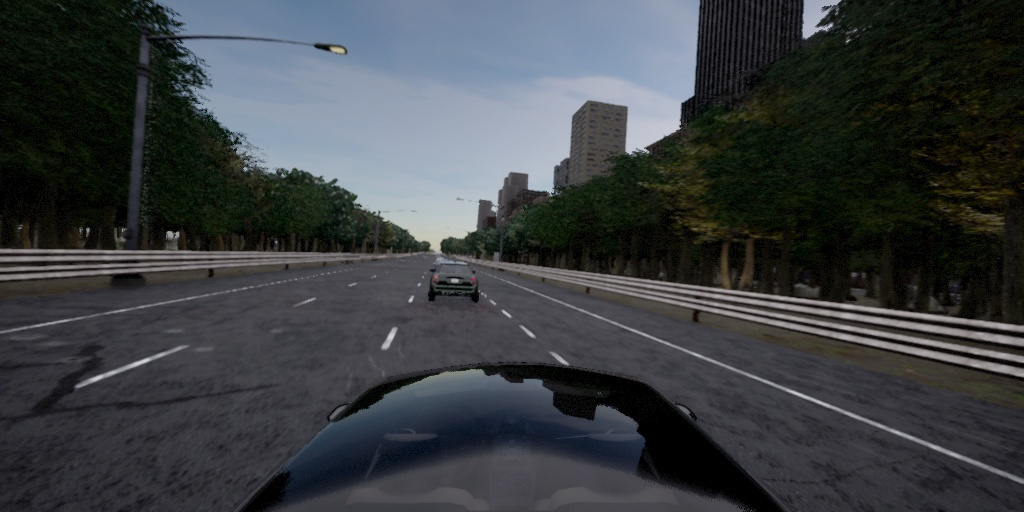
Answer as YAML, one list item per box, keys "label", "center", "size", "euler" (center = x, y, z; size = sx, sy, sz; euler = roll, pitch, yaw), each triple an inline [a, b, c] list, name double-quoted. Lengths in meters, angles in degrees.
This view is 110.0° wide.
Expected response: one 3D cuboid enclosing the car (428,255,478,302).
- label: "car"
  center: [-2.824, 1.043, 17.022]
  size: [2.097, 1.767, 4.553]
  euler: [4, 0, -12]
